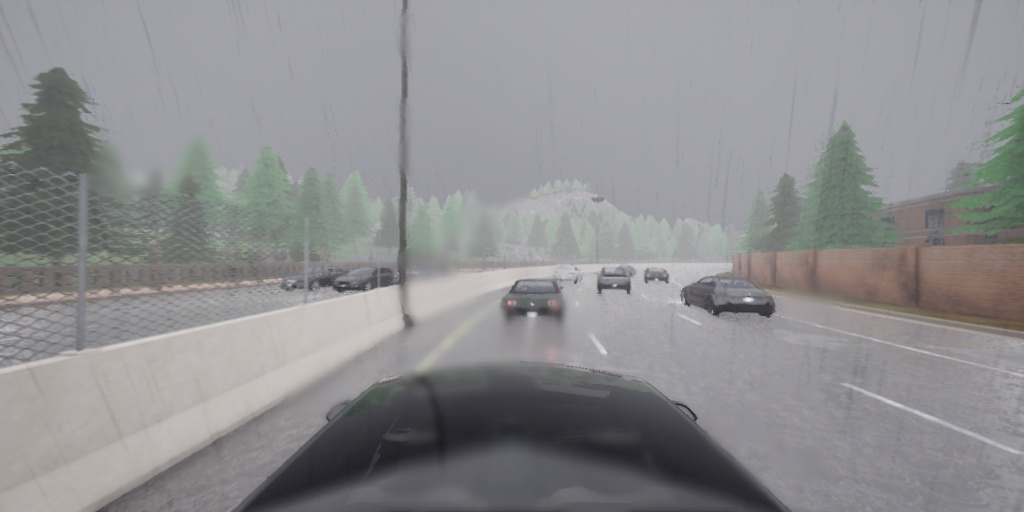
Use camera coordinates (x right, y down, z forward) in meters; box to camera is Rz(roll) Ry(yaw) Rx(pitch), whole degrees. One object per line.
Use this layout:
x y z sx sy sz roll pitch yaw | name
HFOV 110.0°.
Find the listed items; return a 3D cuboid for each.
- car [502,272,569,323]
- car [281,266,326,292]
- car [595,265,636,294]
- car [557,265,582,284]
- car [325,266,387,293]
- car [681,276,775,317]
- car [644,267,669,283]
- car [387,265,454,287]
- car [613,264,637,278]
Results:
0.891 1.436 12.631 1.895 1.301 4.718 0 0 7 | car
-11.929 1.366 22.365 2.128 1.511 4.902 0 0 11 | car
6.118 1.423 21.843 2.128 1.511 4.902 0 0 13 | car
4.761 1.510 30.105 1.812 1.442 4.674 0 0 18 | car
-8.531 1.367 21.499 1.837 1.490 4.892 0 -1 11 | car
8.168 1.450 13.978 1.994 1.385 4.181 0 0 8 | car
12.436 1.635 31.081 1.895 1.301 4.718 0 0 19 | car
-5.068 1.175 20.971 1.895 1.301 4.718 0 0 11 | car
13.132 1.679 41.484 1.994 1.385 4.181 0 0 26 | car
